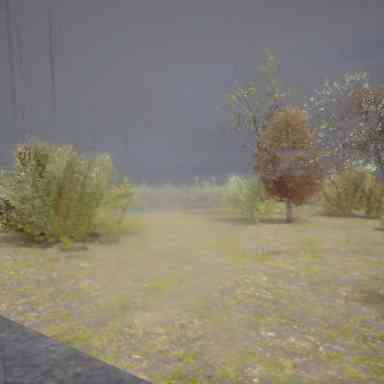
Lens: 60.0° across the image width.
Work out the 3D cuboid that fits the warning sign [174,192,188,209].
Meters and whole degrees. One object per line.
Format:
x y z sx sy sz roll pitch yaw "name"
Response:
-1.278 0.985 38.279 1.300 1.860 1.060 0 0 40 "warning sign"
